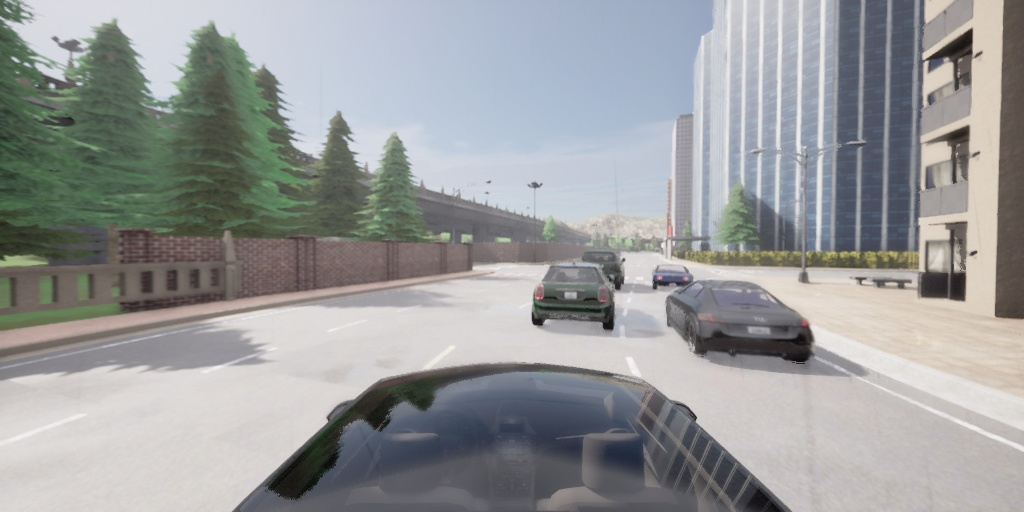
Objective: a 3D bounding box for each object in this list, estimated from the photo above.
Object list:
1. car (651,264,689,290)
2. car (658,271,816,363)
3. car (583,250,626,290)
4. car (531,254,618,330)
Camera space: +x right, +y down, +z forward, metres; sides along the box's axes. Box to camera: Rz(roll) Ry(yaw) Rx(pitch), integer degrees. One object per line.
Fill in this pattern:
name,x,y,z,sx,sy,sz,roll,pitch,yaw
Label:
car,8.606,1.087,19.572,1.895,1.301,4.718,1,1,20
car,4.778,1.227,8.145,1.994,1.385,4.181,0,1,14
car,5.069,0.683,20.077,2.150,2.045,5.566,1,1,20
car,1.999,0.955,10.879,2.097,1.767,4.553,1,1,15
